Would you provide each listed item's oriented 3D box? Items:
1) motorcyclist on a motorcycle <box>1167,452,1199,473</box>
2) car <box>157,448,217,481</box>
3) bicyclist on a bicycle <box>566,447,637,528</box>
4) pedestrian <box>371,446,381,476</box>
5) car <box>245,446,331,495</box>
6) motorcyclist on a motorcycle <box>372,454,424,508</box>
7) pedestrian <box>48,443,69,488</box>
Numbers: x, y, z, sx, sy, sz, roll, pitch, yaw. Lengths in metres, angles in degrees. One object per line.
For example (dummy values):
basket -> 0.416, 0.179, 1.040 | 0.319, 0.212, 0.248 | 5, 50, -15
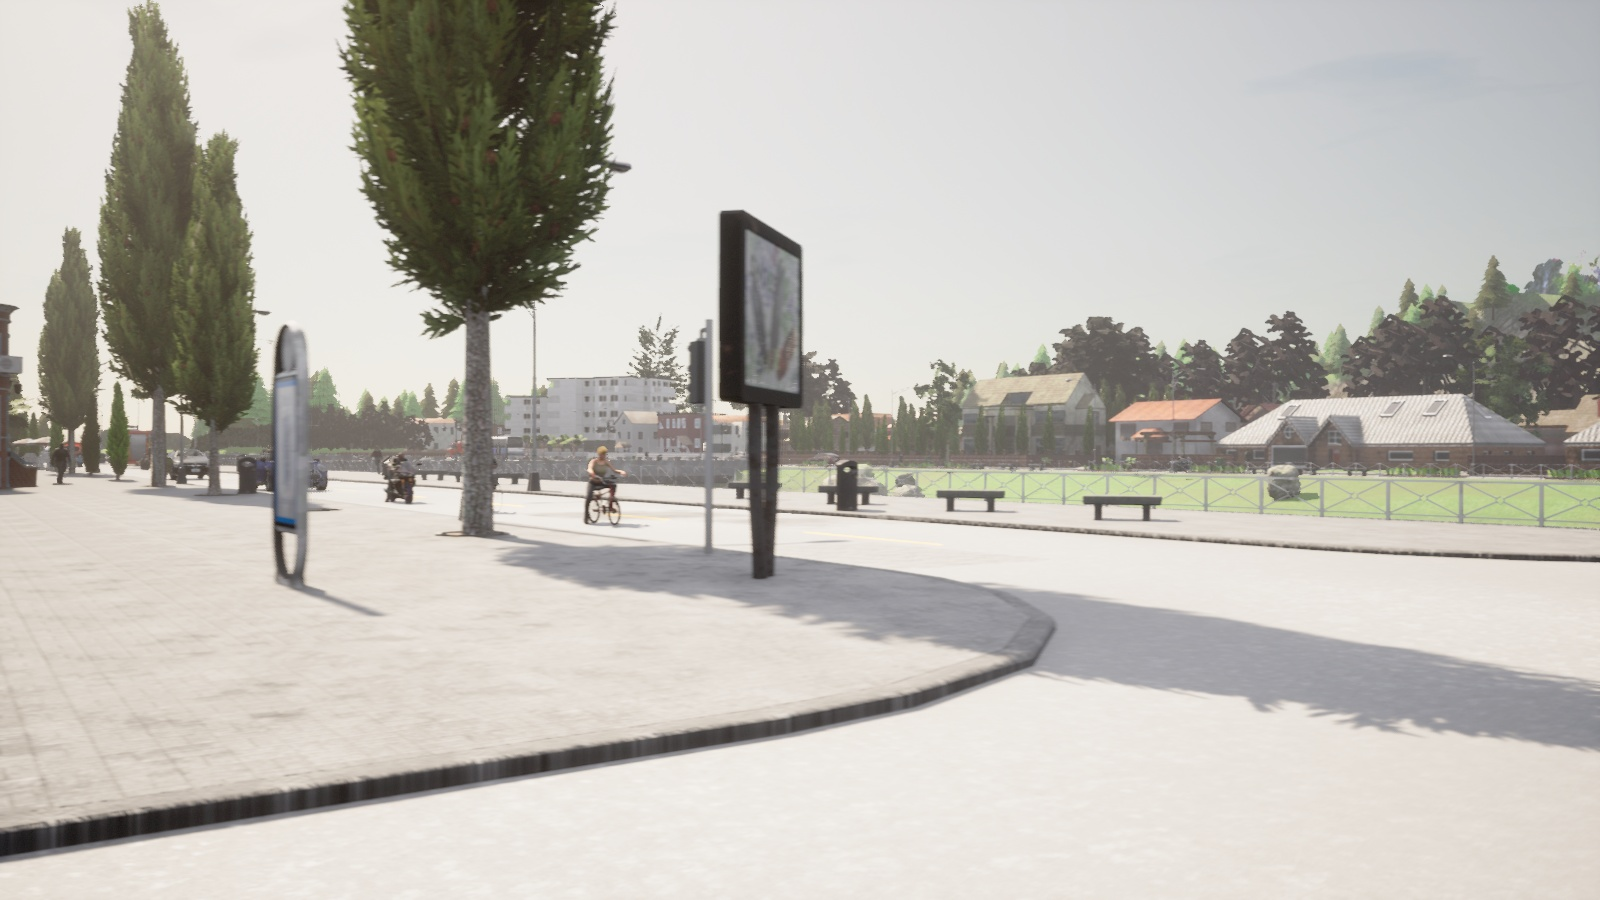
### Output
motorcyclist on a motorcycle -> 28.615, 0.924, 93.803 | 0.866, 1.530, 2.191 | 0, 0, -35
car -> -32.766, 0.755, 67.049 | 2.152, 1.651, 5.027 | 0, 0, -35
bicyclist on a bicycle -> -4.102, 0.750, 25.881 | 0.866, 1.612, 1.509 | 0, 0, -35
pedestrian -> -26.789, 0.704, 79.408 | 0.376, 1.854, 0.720 | 0, 0, -37
car -> -19.784, 0.761, 48.404 | 2.097, 1.767, 4.553 | 0, 0, -35
motorcyclist on a motorcycle -> -11.858, 0.893, 37.021 | 0.866, 1.530, 2.191 | 0, 0, -35
pedestrian -> -31.540, 0.646, 53.429 | 0.849, 1.883, 0.563 | 0, 0, 43
